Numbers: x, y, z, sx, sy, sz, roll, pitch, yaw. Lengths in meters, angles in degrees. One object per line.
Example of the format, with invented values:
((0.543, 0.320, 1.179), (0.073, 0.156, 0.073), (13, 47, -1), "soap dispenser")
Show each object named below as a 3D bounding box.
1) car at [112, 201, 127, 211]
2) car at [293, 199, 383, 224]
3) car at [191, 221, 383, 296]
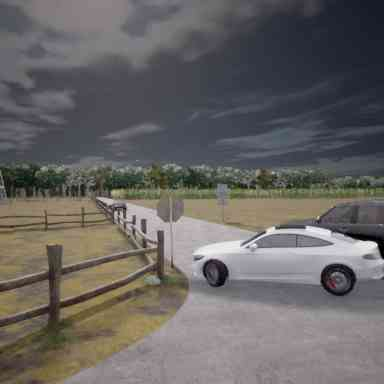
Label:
((-10.827, 2.001, 49.470), (2.033, 1.411, 5.357), (-2, 0, -18), "car")
((5.104, 1.234, 9.811), (2.150, 2.045, 5.566), (-2, 0, -40), "car")
((2.290, 1.617, 8.608), (4.674, 1.442, 1.812), (-2, 0, 19), "car")
